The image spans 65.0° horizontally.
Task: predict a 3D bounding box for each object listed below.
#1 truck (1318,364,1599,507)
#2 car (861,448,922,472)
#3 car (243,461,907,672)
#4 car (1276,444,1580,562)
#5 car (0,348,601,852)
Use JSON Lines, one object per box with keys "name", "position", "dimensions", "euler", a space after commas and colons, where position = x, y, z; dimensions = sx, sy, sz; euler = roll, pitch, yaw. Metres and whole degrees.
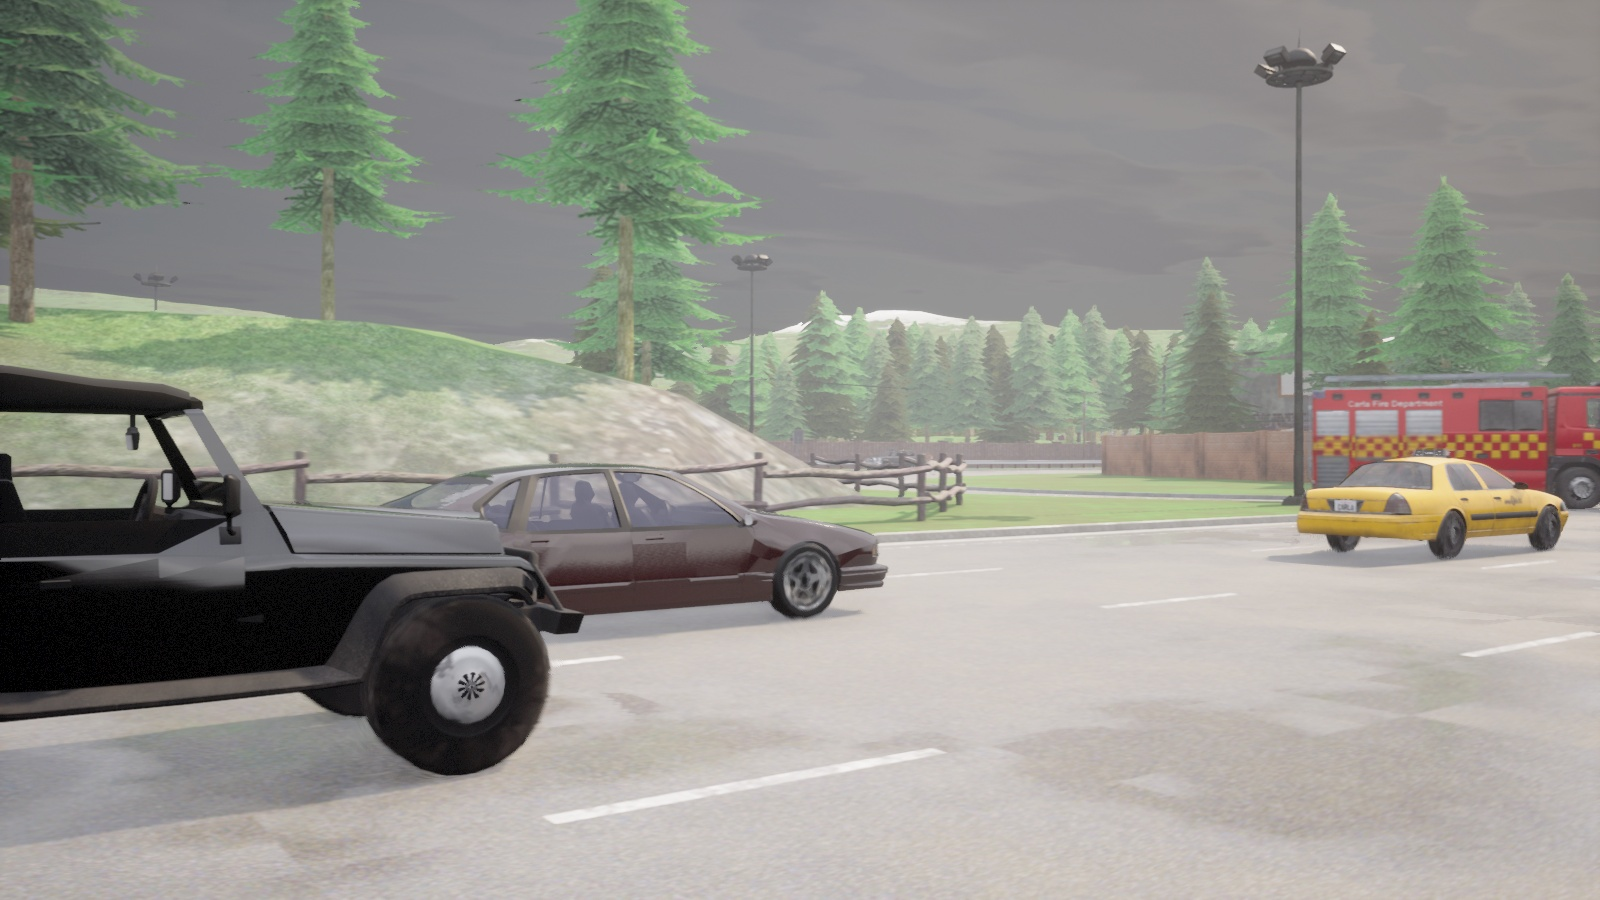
{"name": "truck", "position": [19.414, -0.372, 35.885], "dimensions": [8.468, 3.827, 2.891], "euler": [0, 0, 21]}
{"name": "car", "position": [7.211, 0.793, 98.460], "dimensions": [4.605, 1.855, 1.932], "euler": [0, 0, -35]}
{"name": "car", "position": [-1.787, 0.824, 10.988], "dimensions": [5.357, 1.411, 2.033], "euler": [0, 0, -35]}
{"name": "car", "position": [9.625, 0.711, 19.049], "dimensions": [5.366, 1.575, 1.801], "euler": [0, 0, -35]}
{"name": "car", "position": [-3.099, 0.562, 5.770], "dimensions": [3.866, 1.878, 1.905], "euler": [0, 0, -35]}
